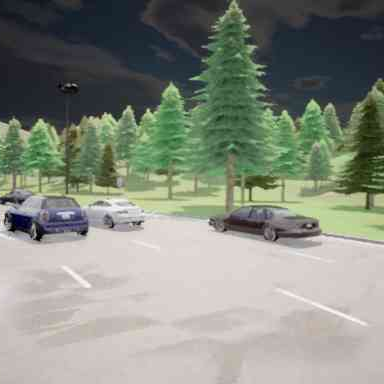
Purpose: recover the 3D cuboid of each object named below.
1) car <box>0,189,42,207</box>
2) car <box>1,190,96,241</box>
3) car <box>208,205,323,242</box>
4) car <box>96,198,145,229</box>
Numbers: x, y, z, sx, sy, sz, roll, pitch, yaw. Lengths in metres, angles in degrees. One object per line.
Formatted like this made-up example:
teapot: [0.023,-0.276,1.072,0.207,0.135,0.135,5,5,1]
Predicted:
car: [-16.286,0.525,31.463,4.674,1.442,1.812,2,2,37]
car: [-6.382,0.914,14.405,2.097,1.767,4.553,0,2,-45]
car: [3.017,1.277,14.887,2.033,1.411,5.357,0,2,-37]
car: [-4.405,1.050,17.801,4.674,1.442,1.812,2,2,44]
